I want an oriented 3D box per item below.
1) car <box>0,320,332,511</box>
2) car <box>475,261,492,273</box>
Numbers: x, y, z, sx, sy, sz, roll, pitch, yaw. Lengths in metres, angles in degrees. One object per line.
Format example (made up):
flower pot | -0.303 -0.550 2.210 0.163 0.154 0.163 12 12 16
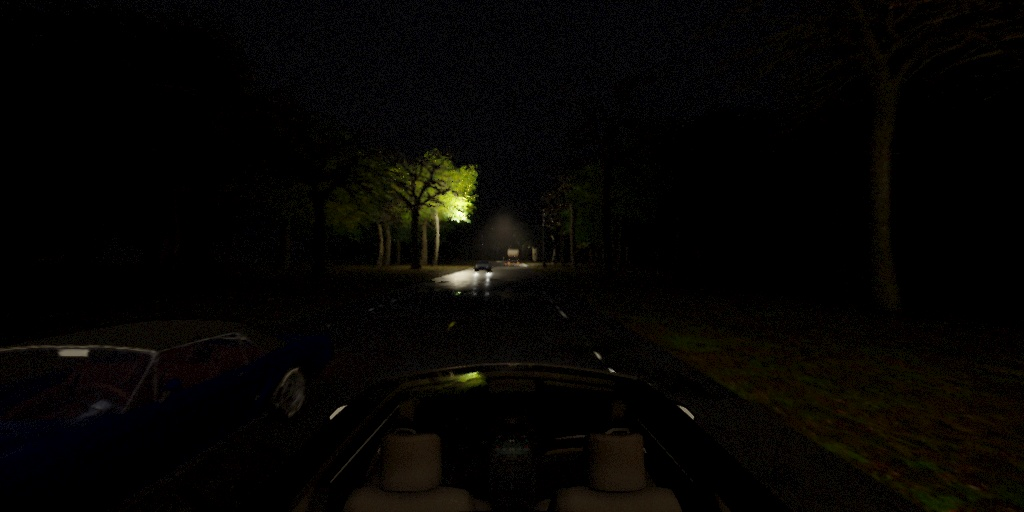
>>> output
car | -3.598 1.351 3.070 1.895 1.301 4.718 0 0 0
car | -3.549 1.291 44.651 1.812 1.442 4.674 0 0 0
